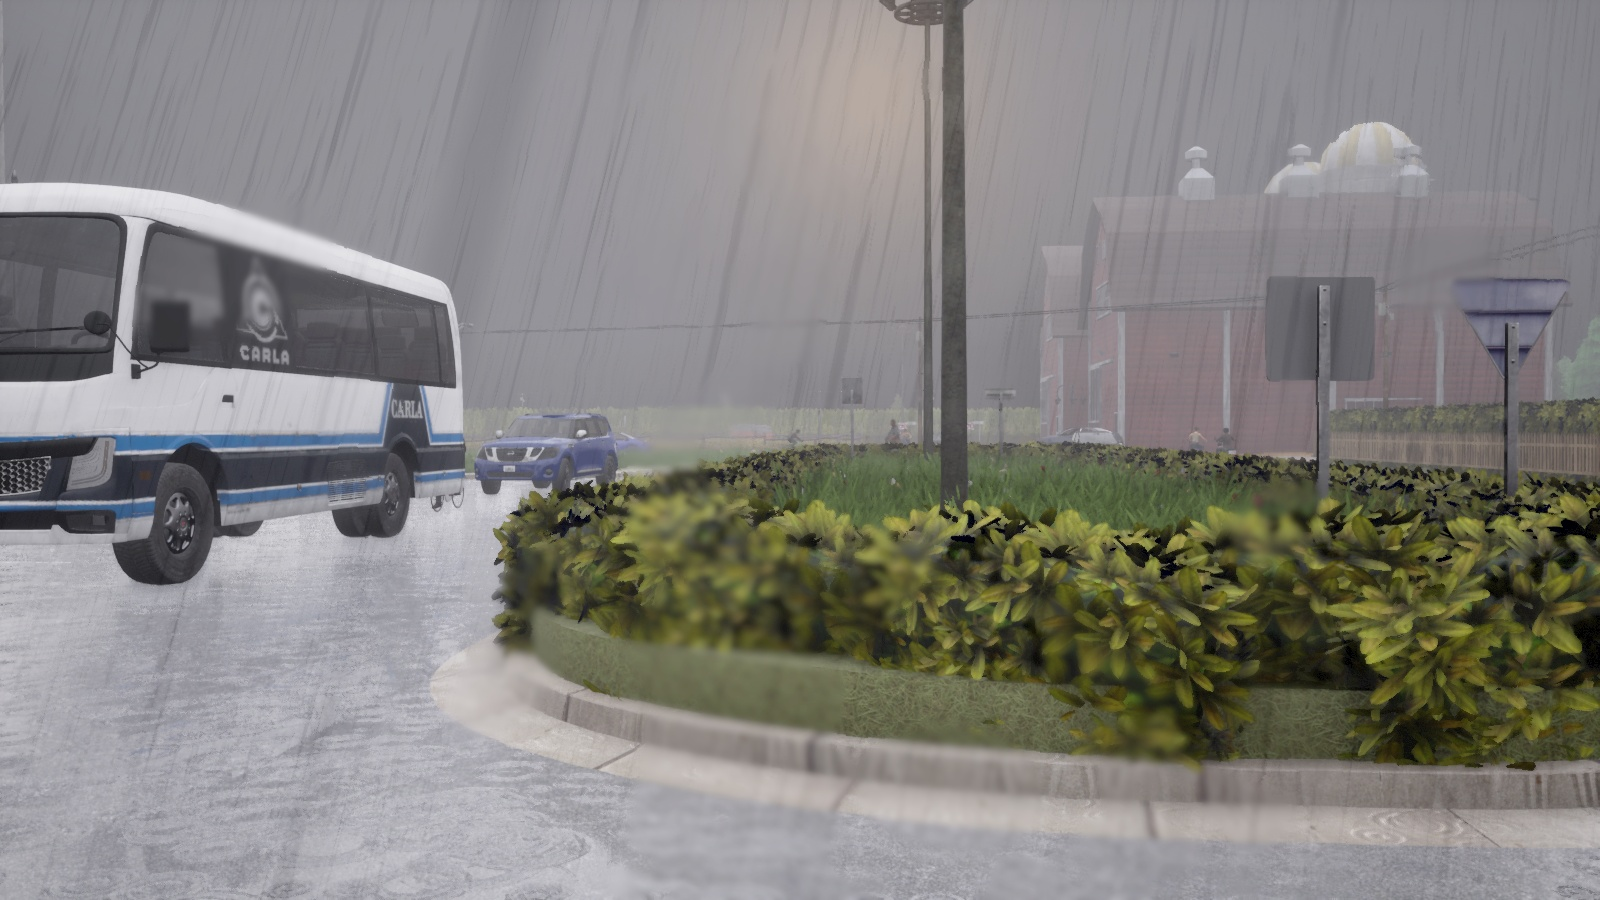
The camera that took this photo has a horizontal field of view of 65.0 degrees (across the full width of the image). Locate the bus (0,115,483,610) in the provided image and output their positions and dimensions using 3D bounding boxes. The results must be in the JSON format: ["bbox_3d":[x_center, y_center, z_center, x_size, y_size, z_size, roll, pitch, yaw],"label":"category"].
[{"bbox_3d":[-7.655,-0.836,16.062,3.944,4.253,10.273,0,1,4],"label":"bus"}]

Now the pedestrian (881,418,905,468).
[{"bbox_3d":[3.532,-0.269,47.689,0.694,1.848,0.540,0,1,-25],"label":"pedestrian"}]

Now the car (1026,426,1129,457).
[{"bbox_3d":[15.111,-0.494,68.445,5.027,1.651,2.152,1,1,38],"label":"car"}]

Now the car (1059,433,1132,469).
[{"bbox_3d":[12.620,0.010,53.938,2.163,1.488,4.792,0,1,2],"label":"car"}]

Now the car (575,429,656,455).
[{"bbox_3d":[-11.039,-0.473,75.294,4.514,1.525,2.007,0,1,4],"label":"car"}]

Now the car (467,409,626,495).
[{"bbox_3d":[-6.433,-0.002,32.691,2.150,2.045,5.566,0,1,10],"label":"car"}]

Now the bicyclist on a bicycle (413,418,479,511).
[{"bbox_3d":[-6.991,0.272,24.884,0.659,1.776,1.843,0,1,5],"label":"bicyclist on a bicycle"}]
